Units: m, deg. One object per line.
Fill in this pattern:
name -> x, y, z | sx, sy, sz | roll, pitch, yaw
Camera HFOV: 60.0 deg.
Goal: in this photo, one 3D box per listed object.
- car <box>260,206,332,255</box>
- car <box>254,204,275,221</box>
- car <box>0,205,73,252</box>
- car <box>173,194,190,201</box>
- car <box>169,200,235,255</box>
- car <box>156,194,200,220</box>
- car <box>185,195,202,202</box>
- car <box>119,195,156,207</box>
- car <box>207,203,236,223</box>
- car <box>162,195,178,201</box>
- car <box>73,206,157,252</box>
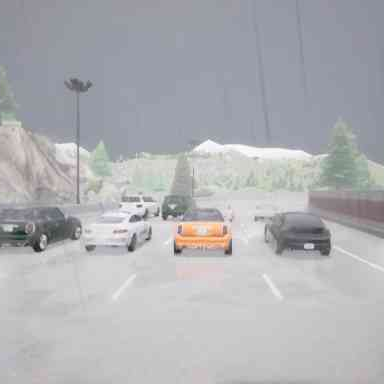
car -> 4.027, 1.514, 13.224 | 1.837, 1.490, 4.892 | 0, 0, 5
car -> 5.907, 1.614, 26.511 | 1.895, 1.301, 4.718 | 0, 0, 11
car -> -6.434, 1.363, 14.133 | 2.097, 1.767, 4.553 | 0, 0, 5
car -> -2.617, 1.330, 82.086 | 2.097, 1.767, 4.553 | 0, 0, 30
car -> 0.538, 1.363, 13.507 | 2.097, 1.767, 4.553 | 0, 0, 5
car -> -0.965, 1.255, 27.843 | 2.150, 2.045, 5.566 | 0, 0, 11
car -> 0.355, 1.481, 80.237 | 1.837, 1.490, 4.892 | 0, 0, 30
car -> -4.401, 1.255, 28.509 | 2.150, 2.045, 5.566 | 0, 0, 11
car -> 2.471, 1.614, 27.177 | 1.895, 1.301, 4.718 | 0, 0, 11
car -> -5.620, 1.521, 83.883 | 1.994, 1.385, 4.181 | 0, 0, 30
car -> -2.945, 1.530, 13.850 | 1.812, 1.442, 4.674 | 0, 0, 5
